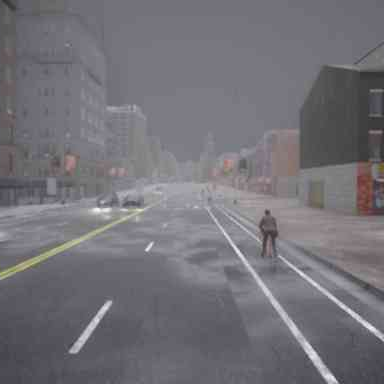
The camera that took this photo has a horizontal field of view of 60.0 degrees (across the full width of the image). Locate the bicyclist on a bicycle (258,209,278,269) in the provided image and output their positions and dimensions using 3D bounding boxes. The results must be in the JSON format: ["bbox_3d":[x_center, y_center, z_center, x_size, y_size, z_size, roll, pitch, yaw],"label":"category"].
[{"bbox_3d":[2.248,1.338,9.771,0.582,1.620,1.656,0,0,0],"label":"bicyclist on a bicycle"}]

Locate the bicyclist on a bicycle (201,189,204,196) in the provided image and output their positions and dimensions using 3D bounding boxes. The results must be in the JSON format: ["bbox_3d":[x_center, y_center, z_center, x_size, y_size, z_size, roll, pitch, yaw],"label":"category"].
[{"bbox_3d":[2.249,0.153,68.997,0.659,1.776,1.843,0,2,0],"label":"bicyclist on a bicycle"}]

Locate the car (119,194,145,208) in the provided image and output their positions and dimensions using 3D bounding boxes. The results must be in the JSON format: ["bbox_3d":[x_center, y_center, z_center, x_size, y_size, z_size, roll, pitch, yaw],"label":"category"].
[{"bbox_3d":[-6.525,0.944,37.644,1.882,1.535,5.008,0,1,0],"label":"car"}]

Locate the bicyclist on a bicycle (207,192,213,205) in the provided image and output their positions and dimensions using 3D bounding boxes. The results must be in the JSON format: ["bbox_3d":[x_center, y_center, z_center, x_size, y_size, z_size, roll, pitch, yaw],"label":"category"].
[{"bbox_3d":[2.248,0.833,41.938,0.866,1.612,1.509,0,1,0],"label":"bicyclist on a bicycle"}]

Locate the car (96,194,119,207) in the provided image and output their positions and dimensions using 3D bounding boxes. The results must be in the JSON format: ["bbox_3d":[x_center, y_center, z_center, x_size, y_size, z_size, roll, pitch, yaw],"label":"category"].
[{"bbox_3d":[-9.765,0.941,38.797,2.128,1.511,4.902,0,1,0],"label":"car"}]
